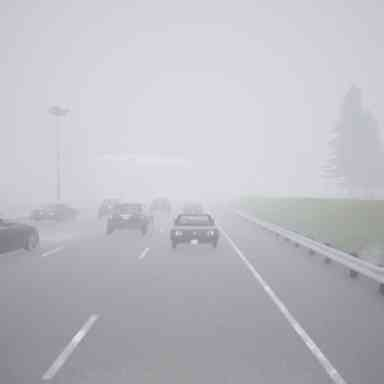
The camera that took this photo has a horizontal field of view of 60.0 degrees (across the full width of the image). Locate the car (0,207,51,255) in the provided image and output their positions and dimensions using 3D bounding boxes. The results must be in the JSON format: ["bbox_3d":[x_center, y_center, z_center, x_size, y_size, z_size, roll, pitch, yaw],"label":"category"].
[{"bbox_3d":[-6.902,1.486,11.071,2.128,1.511,4.902,0,0,0],"label":"car"}]

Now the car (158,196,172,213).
[{"bbox_3d":[-3.405,1.333,37.356,2.097,1.767,4.553,0,0,0],"label":"car"}]

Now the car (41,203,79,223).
[{"bbox_3d":[-10.404,1.537,25.492,2.033,1.411,5.357,0,0,0],"label":"car"}]

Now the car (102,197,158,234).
[{"bbox_3d":[-3.407,1.343,19.207,2.097,1.767,4.553,0,0,0],"label":"car"}]

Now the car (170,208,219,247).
[{"bbox_3d":[0.097,1.594,14.870,1.895,1.301,4.718,0,0,0],"label":"car"}]

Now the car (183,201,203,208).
[{"bbox_3d":[0.091,1.582,33.560,1.895,1.301,4.718,0,0,0],"label":"car"}]

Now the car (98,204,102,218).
[{"bbox_3d":[-6.906,1.340,30.021,2.097,1.767,4.553,0,0,0],"label":"car"}]
